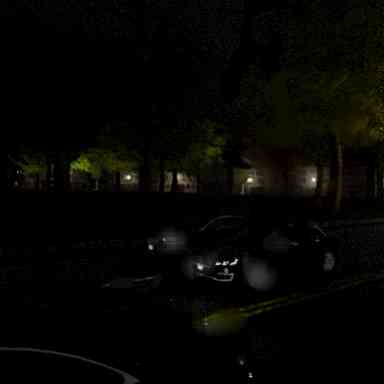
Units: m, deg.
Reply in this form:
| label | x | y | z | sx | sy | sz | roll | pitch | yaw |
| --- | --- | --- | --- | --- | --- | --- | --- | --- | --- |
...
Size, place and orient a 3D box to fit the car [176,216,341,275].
| label | x | y | z | sx | sy | sz | roll | pitch | yaw |
| --- | --- | --- | --- | --- | --- | --- | --- | --- | --- |
| car | 2.172 | 1.540 | 9.228 | 4.892 | 1.490 | 1.837 | 1 | 0 | -35 |

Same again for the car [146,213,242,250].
| label | x | y | z | sx | sy | sz | roll | pitch | yaw |
| --- | --- | --- | --- | --- | --- | --- | --- | --- | --- |
| car | 0.674 | 1.529 | 12.151 | 4.902 | 1.511 | 2.128 | 0 | 0 | -36 |

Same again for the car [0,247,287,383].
| label | x | y | z | sx | sy | sz | roll | pitch | yaw |
| --- | --- | --- | --- | --- | --- | --- | --- | --- | --- |
| car | -1.639 | 1.505 | 2.271 | 4.892 | 1.490 | 1.837 | 0 | 0 | -35 |
